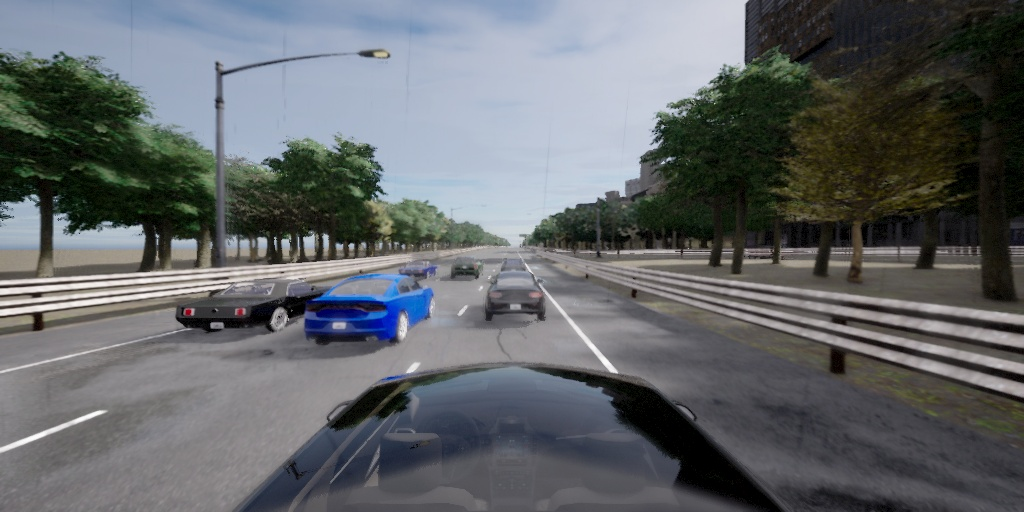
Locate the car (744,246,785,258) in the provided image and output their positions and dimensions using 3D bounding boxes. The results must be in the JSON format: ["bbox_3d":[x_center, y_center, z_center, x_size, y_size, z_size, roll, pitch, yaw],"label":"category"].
[{"bbox_3d":[32.894,-0.558,47.171,2.097,1.767,4.553,-1,1,-40],"label":"car"}]

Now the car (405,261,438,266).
[{"bbox_3d":[-6.892,1.016,26.959,1.895,1.301,4.718,0,2,0],"label":"car"}]

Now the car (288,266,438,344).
[{"bbox_3d":[-3.399,1.199,9.532,1.882,1.535,5.008,0,0,0],"label":"car"}]

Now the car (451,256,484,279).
[{"bbox_3d":[-3.392,0.740,27.892,2.097,1.767,4.553,0,2,0],"label":"car"}]

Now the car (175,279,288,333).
[{"bbox_3d":[-6.898,1.315,10.617,1.895,1.301,4.718,0,1,0],"label":"car"}]

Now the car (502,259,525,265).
[{"bbox_3d":[0.110,0.925,28.838,1.994,1.385,4.181,0,2,0],"label":"car"}]

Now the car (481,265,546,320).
[{"bbox_3d":[0.103,1.223,12.256,1.812,1.442,4.674,0,1,0],"label":"car"}]
